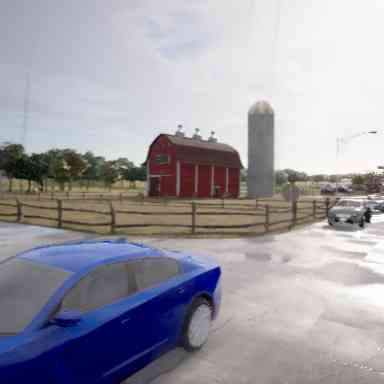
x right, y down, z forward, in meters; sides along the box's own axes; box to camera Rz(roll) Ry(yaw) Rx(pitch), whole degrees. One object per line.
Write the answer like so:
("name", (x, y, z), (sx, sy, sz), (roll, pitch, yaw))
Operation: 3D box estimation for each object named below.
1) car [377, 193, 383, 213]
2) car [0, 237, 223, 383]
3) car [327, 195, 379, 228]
("car", (16.824, 1.057, 30.498), (2.128, 1.511, 4.902), (1, 1, 35))
("car", (-1.458, 1.394, 3.924), (1.882, 1.535, 5.008), (1, 1, 34))
("car", (9.509, 1.178, 19.873), (2.128, 1.511, 4.902), (1, 2, 35))
